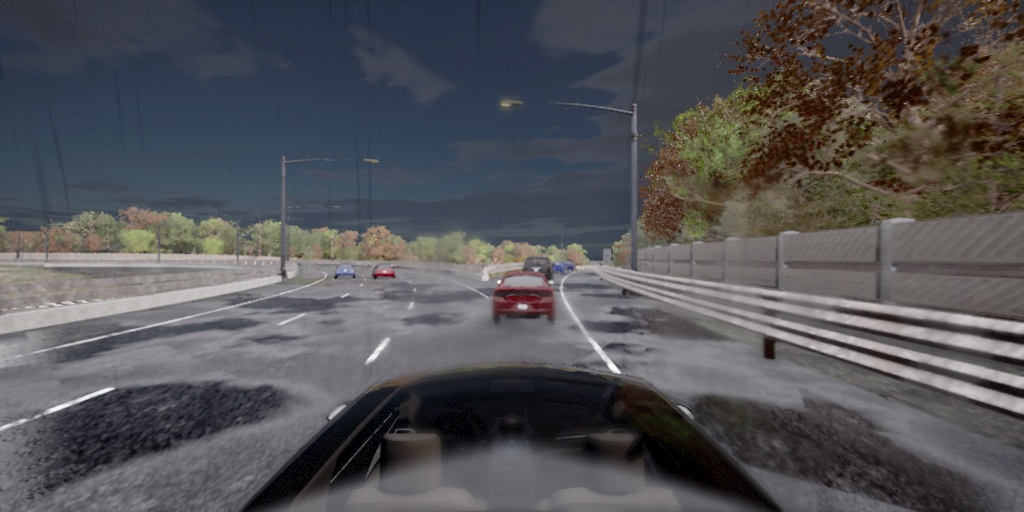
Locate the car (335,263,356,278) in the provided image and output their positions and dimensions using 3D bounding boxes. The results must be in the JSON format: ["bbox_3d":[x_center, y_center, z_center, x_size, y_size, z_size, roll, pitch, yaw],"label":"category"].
[{"bbox_3d":[-16.396,1.416,35.290,2.033,1.411,5.357,0,0,-25],"label":"car"}]

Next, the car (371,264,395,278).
[{"bbox_3d":[-12.760,1.440,35.533,1.994,1.385,4.181,0,0,-24],"label":"car"}]

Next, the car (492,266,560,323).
[{"bbox_3d":[0.458,1.276,12.408,1.882,1.535,5.008,0,0,3],"label":"car"}]

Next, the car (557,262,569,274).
[{"bbox_3d":[5.552,1.428,44.257,1.882,1.535,5.008,0,0,14],"label":"car"}]

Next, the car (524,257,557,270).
[{"bbox_3d":[2.057,1.087,27.083,2.150,2.045,5.566,0,0,9],"label":"car"}]

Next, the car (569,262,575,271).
[{"bbox_3d":[9.188,1.694,58.382,1.882,1.535,5.008,0,-2,14],"label":"car"}]
